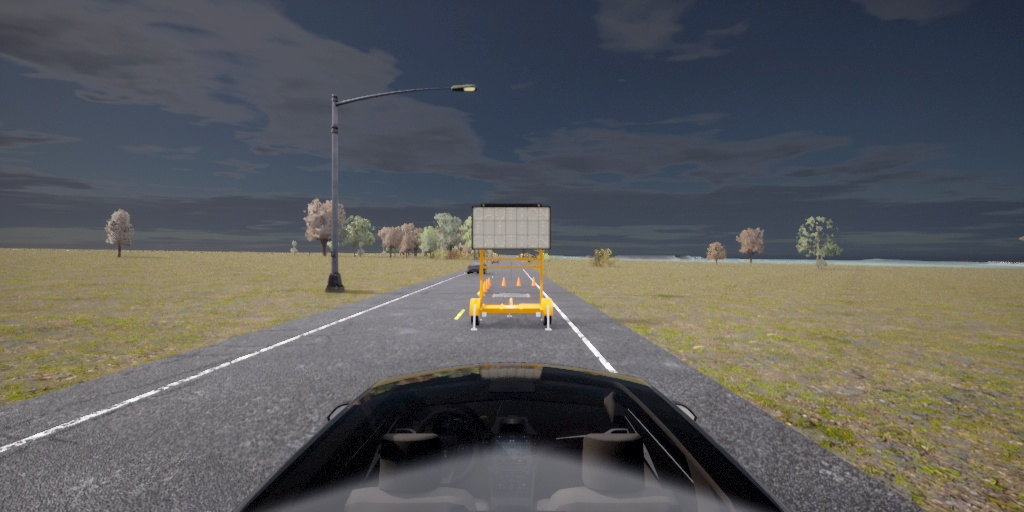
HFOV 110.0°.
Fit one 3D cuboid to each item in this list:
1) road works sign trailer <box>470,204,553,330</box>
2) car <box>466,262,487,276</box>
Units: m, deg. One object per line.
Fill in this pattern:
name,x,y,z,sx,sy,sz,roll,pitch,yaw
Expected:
road works sign trailer,-0.022,0.213,11.030,2.380,3.560,2.880,0,0,0
car,-3.689,1.292,38.323,2.033,1.411,5.357,0,0,0
